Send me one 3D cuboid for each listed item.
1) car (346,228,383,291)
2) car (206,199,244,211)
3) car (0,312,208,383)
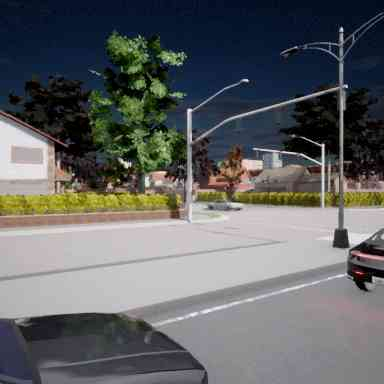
[{"bbox_3d":[5.549,1.474,7.694,4.902,1.511,2.128,0,0,-35],"label":"car"},{"bbox_3d":[3.790,1.504,38.464,1.895,1.301,4.718,0,0,-36],"label":"car"},{"bbox_3d":[-2.390,1.543,2.040,5.357,1.411,2.033,0,0,-36],"label":"car"}]
